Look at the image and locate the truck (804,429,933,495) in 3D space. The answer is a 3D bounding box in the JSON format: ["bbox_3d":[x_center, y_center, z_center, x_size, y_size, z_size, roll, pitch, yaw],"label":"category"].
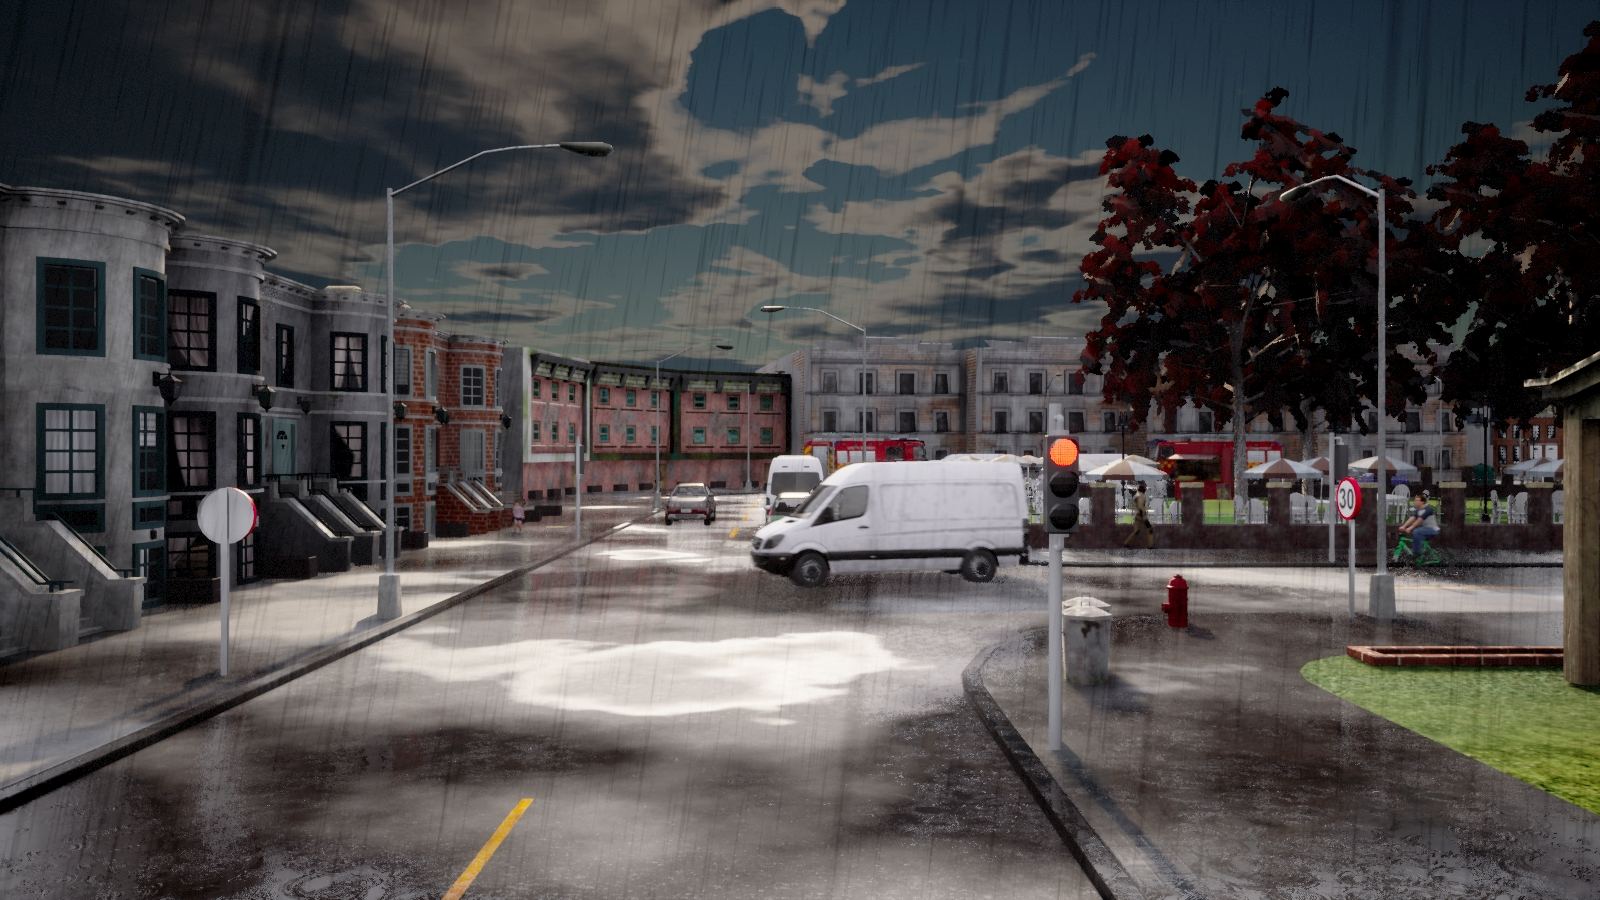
[{"bbox_3d":[4.295,0.672,70.228,8.468,3.827,2.891,0,0,-43],"label":"truck"}]

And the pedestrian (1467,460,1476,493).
[{"bbox_3d":[38.716,1.524,65.872,0.375,1.860,0.375,0,0,9],"label":"pedestrian"}]

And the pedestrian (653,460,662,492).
[{"bbox_3d":[-8.340,1.525,66.823,0.375,1.860,0.375,0,0,23],"label":"pedestrian"}]

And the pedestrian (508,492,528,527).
[{"bbox_3d":[-9.110,1.904,36.895,0.500,1.100,0.500,0,0,1],"label":"pedestrian"}]

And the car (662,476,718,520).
[{"bbox_3d":[-4.154,1.806,43.645,1.789,1.549,3.705,0,0,0],"label":"car"}]

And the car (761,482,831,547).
[{"bbox_3d":[-0.119,1.779,32.373,1.851,1.617,3.988,0,0,0],"label":"car"}]

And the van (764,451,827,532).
[{"bbox_3d":[-0.147,1.315,39.074,1.988,2.561,5.915,0,0,0],"label":"van"}]

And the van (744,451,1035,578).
[{"bbox_3d":[1.881,1.315,24.559,5.915,2.561,1.988,0,-1,-12],"label":"van"}]

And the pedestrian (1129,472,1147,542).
[{"bbox_3d":[9.027,1.517,30.549,0.375,1.860,0.375,0,0,-1],"label":"pedestrian"}]
